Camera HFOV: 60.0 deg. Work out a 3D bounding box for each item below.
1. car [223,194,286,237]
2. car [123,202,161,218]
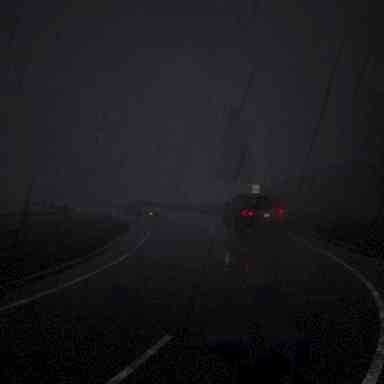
[{"bbox_3d":[3.097,1.122,17.423,2.150,2.045,5.566,0,0,-5],"label":"car"},{"bbox_3d":[-4.543,1.496,29.425,1.895,1.301,4.718,-1,0,-31],"label":"car"}]
